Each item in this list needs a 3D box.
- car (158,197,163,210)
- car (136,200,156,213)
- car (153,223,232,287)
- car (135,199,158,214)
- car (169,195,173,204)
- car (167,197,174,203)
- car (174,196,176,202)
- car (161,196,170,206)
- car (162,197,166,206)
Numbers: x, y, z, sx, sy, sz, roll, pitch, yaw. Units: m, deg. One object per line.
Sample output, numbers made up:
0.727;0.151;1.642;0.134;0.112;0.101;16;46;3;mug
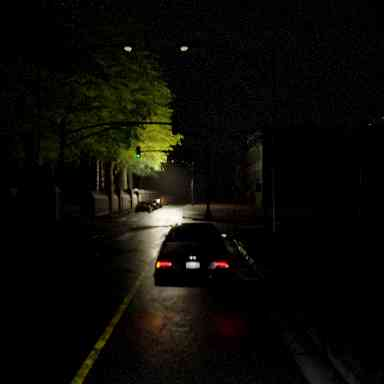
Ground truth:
-5.452;1.760;45.149;2.008;1.369;4.403;1;0;0;car
-5.472;1.707;39.988;1.752;1.417;4.829;1;0;0;car
0.045;1.586;9.475;2.033;1.411;5.357;0;0;1;car
-5.436;1.722;38.014;2.008;1.369;4.403;1;0;0;car
-5.579;1.663;66.951;2.192;1.841;5.009;1;0;0;car
-5.715;2.051;88.580;1.752;1.417;4.829;1;-1;0;car
-5.681;1.919;83.300;1.967;1.590;4.097;1;0;0;car
-5.552;1.892;61.499;1.802;1.307;4.206;1;0;0;car
-5.485;1.806;50.599;1.947;1.339;4.313;1;0;0;car
